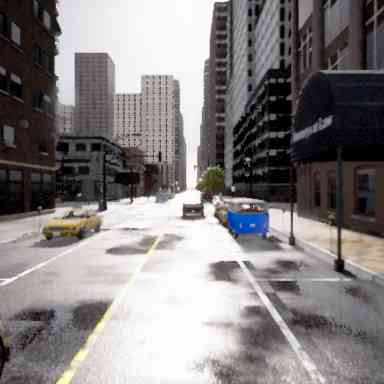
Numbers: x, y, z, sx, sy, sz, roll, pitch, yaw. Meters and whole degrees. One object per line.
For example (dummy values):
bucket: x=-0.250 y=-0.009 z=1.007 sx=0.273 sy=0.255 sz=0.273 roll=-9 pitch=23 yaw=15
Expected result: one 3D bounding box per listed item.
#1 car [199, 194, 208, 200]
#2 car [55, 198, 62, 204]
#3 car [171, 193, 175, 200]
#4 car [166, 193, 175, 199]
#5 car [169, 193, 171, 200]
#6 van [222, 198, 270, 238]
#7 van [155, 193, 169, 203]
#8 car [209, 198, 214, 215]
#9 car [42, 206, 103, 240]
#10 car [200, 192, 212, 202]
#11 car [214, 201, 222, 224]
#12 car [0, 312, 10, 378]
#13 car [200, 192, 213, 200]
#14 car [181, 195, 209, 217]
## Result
car: x=2.664 y=1.143 z=76.844 sx=1.947 sy=1.339 sz=4.313 roll=0 pitch=0 yaw=0
car: x=-21.423 y=1.148 z=48.093 sx=4.829 sy=1.417 sz=1.752 roll=0 pitch=0 yaw=0
car: x=-5.717 y=1.017 z=76.839 sx=1.967 sy=1.590 sz=4.097 roll=0 pitch=0 yaw=0
car: x=-5.720 y=1.082 z=87.886 sx=2.008 sy=1.369 sz=4.403 roll=0 pitch=0 yaw=0
car: x=-5.713 y=1.066 z=65.790 sx=1.967 sy=1.590 sz=4.097 roll=0 pitch=0 yaw=0
van: x=2.683 y=1.230 z=16.556 sx=1.690 sy=1.788 sz=3.998 roll=0 pitch=0 yaw=0
van: x=-5.712 y=0.993 z=60.266 sx=1.690 sy=1.788 sz=3.998 roll=0 pitch=0 yaw=0
car: x=2.679 y=1.400 z=27.884 sx=1.802 sy=1.307 sz=4.206 roll=0 pitch=0 yaw=0
car: x=-5.697 y=1.415 z=16.385 sx=1.752 sy=1.417 sz=4.829 roll=0 pitch=0 yaw=0
car: x=2.666 y=0.941 z=65.794 sx=2.192 sy=1.841 sz=5.009 roll=0 pitch=0 yaw=0
car: x=2.681 y=1.377 z=22.392 sx=1.752 sy=1.417 sz=4.829 roll=0 pitch=0 yaw=0
car: x=-3.100 y=1.549 z=2.149 sx=1.994 sy=1.385 sz=4.181 roll=0 pitch=0 yaw=0
car: x=2.668 y=0.967 z=60.270 sx=2.192 sy=1.841 sz=5.009 roll=0 pitch=0 yaw=0
car: x=0.112 y=1.304 z=28.826 sx=2.128 sy=1.511 sz=4.902 roll=0 pitch=0 yaw=1
